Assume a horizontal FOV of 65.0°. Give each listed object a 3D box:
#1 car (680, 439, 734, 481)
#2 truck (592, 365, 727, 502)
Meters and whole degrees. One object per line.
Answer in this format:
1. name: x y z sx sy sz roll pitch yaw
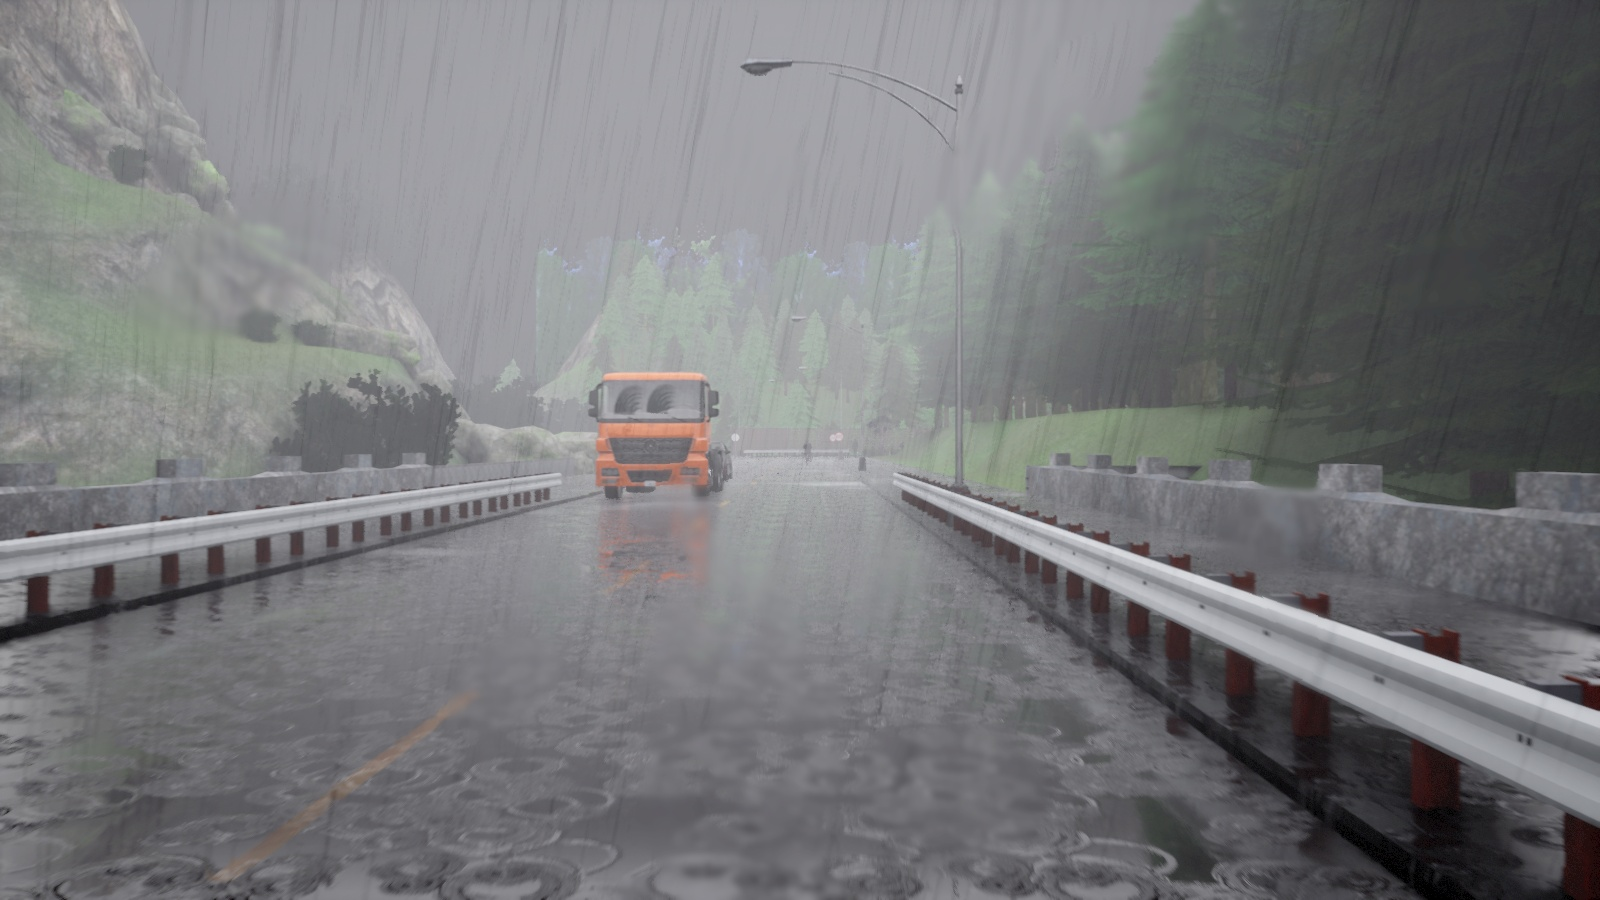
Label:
1. car: -3.686 0.358 50.382 1.851 1.617 3.988 0 0 0
2. truck: -3.773 -0.439 35.662 2.891 3.462 7.936 0 0 0
